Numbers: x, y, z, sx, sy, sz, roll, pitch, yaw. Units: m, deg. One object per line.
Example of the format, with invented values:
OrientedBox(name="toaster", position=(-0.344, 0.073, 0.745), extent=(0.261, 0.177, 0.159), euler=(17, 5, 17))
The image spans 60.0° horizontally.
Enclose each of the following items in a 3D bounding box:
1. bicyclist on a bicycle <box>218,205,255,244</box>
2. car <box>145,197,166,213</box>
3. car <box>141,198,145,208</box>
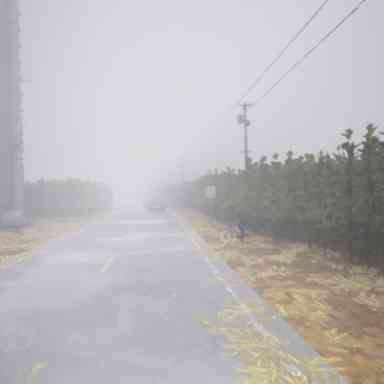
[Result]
OrientedBox(name="bicyclist on a bicycle", position=(1.894, 1.395, 14.148), extent=(1.656, 1.620, 0.582), euler=(-1, 0, -6))
OrientedBox(name="car", position=(-4.076, 1.605, 38.316), extent=(1.994, 1.385, 4.181), euler=(-2, 0, -9))
OrientedBox(name="car", position=(-6.611, 1.592, 50.993), extent=(1.837, 1.490, 4.892), euler=(-2, 0, -14))
